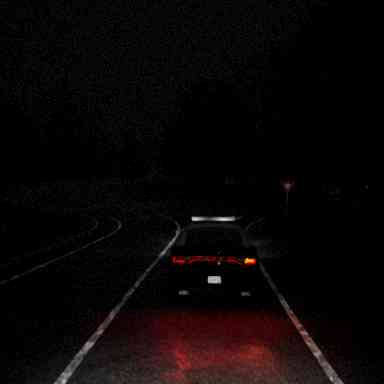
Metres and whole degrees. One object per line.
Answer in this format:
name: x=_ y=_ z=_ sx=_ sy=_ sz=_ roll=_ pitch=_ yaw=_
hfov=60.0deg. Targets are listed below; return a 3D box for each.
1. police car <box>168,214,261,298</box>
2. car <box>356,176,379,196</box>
police car: x=0.551 y=1.404 z=8.695 sx=1.930 sy=1.638 sz=5.238 roll=0 pitch=0 yaw=3
car: x=18.786 y=-0.654 z=35.216 sx=2.150 sy=2.045 sz=5.566 roll=4 pitch=8 yaw=32
